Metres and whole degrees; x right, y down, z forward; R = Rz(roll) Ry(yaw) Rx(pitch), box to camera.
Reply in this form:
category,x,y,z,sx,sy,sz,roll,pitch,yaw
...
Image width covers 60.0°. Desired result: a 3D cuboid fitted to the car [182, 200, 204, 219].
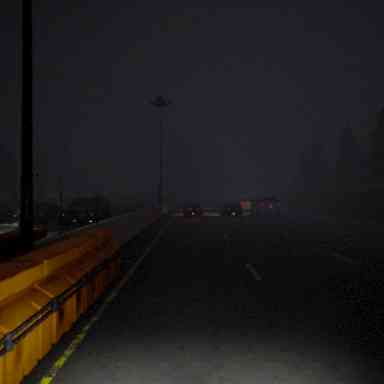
category,x,y,z,sx,sy,sz,roll,pitch,yaw
car,0.100,1.624,31.047,1.837,1.490,4.892,0,0,0

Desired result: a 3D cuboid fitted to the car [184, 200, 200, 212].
category,x,y,z,sx,sy,sz,roll,pitch,yaw
car,0.041,1.727,43.011,1.994,1.385,4.181,0,0,1

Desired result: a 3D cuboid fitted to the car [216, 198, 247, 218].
category,x,y,z,sx,sy,sz,roll,pitch,yaw
car,3.600,1.624,31.059,1.837,1.490,4.892,0,0,0

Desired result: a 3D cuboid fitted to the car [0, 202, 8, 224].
category,x,y,z,sx,sy,sz,roll,pitch,yaw
car,-13.999,1.490,22.618,2.097,1.767,4.553,0,0,0

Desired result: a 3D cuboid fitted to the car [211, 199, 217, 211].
category,x,y,z,sx,sy,sz,roll,pitch,yaw
car,3.539,1.656,42.979,2.128,1.511,4.902,0,0,1

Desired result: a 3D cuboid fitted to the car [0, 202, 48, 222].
category,x,y,z,sx,sy,sz,roll,pitch,yaw
car,-14.029,1.631,27.946,1.812,1.442,4.674,0,0,1

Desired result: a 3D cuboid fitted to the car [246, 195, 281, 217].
category,x,y,z,sx,sy,sz,roll,pitch,yaw
car,7.092,1.345,32.561,2.150,2.045,5.566,0,0,0

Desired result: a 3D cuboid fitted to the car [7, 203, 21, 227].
category,x,y,z,sx,sy,sz,roll,pitch,yaw
car,-10.562,1.581,23.719,2.128,1.511,4.902,0,0,0
